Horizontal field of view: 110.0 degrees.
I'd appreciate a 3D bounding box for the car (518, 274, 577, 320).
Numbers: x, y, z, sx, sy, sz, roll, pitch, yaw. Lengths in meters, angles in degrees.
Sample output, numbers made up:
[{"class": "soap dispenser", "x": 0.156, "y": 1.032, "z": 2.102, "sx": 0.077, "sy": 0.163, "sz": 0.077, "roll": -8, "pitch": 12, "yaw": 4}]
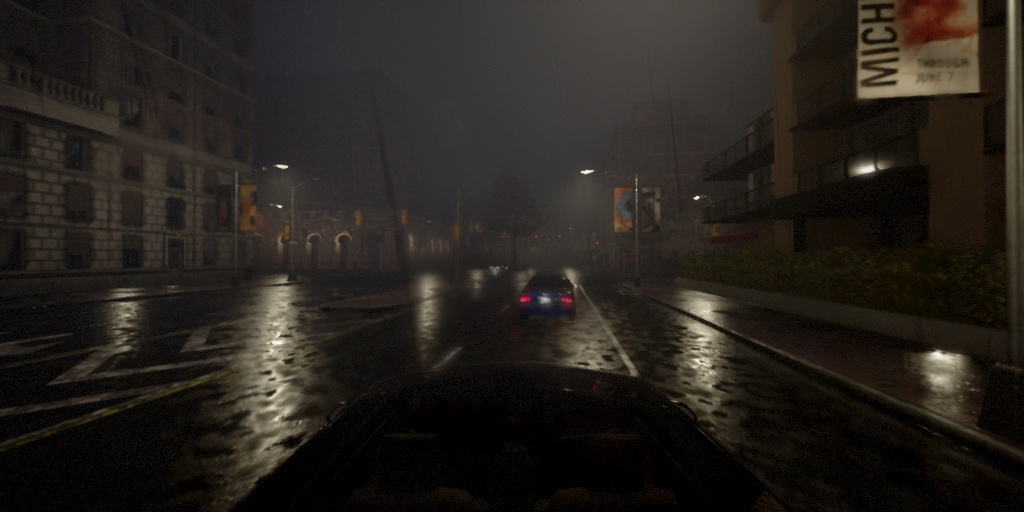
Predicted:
[{"class": "car", "x": 1.379, "y": 1.372, "z": 13.080, "sx": 2.033, "sy": 1.411, "sz": 5.357, "roll": 0, "pitch": 0, "yaw": 9}]
